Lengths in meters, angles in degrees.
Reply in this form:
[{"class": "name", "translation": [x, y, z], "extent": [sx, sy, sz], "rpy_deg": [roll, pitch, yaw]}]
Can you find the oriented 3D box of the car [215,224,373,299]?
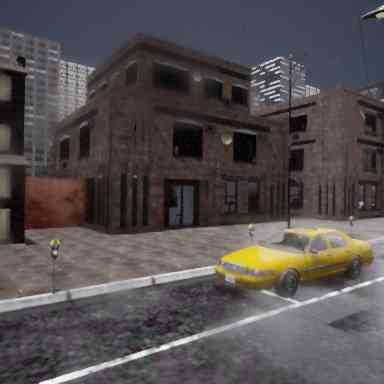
[{"class": "car", "translation": [2.778, 1.525, 8.484], "extent": [4.829, 1.417, 1.752], "rpy_deg": [0, 1, -35]}]
